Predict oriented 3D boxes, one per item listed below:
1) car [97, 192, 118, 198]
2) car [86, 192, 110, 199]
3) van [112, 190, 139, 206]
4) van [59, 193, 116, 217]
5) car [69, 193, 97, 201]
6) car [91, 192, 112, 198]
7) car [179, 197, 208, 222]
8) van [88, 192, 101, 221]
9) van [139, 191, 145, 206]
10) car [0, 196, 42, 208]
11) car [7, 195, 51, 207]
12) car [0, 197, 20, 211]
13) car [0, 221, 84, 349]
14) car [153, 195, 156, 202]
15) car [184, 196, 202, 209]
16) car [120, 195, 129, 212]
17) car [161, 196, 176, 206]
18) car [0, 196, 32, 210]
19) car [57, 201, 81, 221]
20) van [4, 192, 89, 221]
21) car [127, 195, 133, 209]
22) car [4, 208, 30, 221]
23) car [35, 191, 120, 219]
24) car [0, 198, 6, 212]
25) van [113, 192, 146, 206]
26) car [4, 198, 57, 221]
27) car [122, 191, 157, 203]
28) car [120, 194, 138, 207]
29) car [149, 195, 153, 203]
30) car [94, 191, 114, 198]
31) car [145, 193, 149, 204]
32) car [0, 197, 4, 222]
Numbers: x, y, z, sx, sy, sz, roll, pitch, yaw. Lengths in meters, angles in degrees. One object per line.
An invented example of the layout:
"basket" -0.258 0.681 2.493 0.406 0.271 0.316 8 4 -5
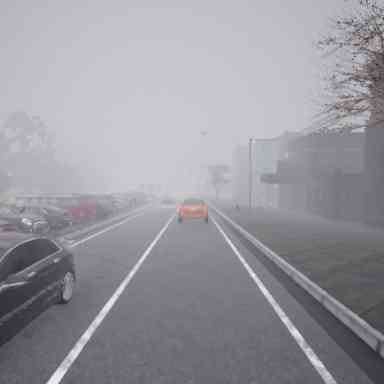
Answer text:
"car" -22.093 0.719 86.776 5.008 1.535 2.097 0 1 0
"car" -22.072 0.816 78.450 5.008 1.535 2.097 0 1 0
"van" -9.071 1.041 40.308 4.442 1.987 1.878 0 1 0
"van" -9.058 1.128 29.087 4.442 1.987 1.878 0 0 0
"car" -22.036 0.979 67.349 4.792 1.488 2.163 0 1 0
"car" -22.078 0.824 81.226 4.674 1.452 2.002 0 1 0
"car" 0.105 1.225 24.975 2.097 1.767 4.553 0 1 0
"van" -9.052 1.152 23.483 4.442 1.987 1.878 0 0 0
"van" -8.841 1.012 43.109 4.442 1.987 1.878 0 1 0
"car" -22.031 1.246 42.368 5.008 1.535 2.097 0 1 0
"car" -22.033 1.217 45.146 4.892 1.521 2.231 0 1 0
"car" -22.000 1.333 36.819 4.792 1.488 2.163 0 0 0
"car" -3.349 1.482 5.188 1.837 1.490 4.892 0 0 0
"car" -8.785 1.101 54.328 5.366 1.575 1.946 0 1 0
"car" 0.109 1.287 41.932 2.033 1.411 5.357 0 1 0
"car" -8.951 1.337 31.896 4.892 1.521 2.231 0 0 0
"car" -3.320 1.243 48.285 1.994 1.385 4.181 0 0 0
"car" -22.218 1.272 39.591 5.366 1.575 1.946 0 1 0
"car" -8.922 1.402 17.877 4.892 1.521 2.231 0 0 0
"van" -9.048 1.163 20.679 4.442 1.987 1.878 0 0 0
"car" -8.945 1.357 34.700 4.674 1.452 2.002 0 0 0
"car" -8.919 1.464 12.271 4.674 1.452 2.002 0 0 0
"car" -8.910 1.114 26.287 5.566 2.045 2.435 0 0 0
"car" -22.055 1.352 34.036 4.792 1.488 2.163 0 0 0
"van" -9.081 0.946 48.719 4.442 1.987 1.878 0 1 0
"car" -8.957 1.287 15.074 4.553 1.767 2.185 0 0 0
"car" -8.945 0.819 57.128 5.566 2.045 2.435 0 1 0
"car" -8.980 1.325 37.508 4.792 1.488 2.163 0 1 0
"car" -8.970 1.178 51.525 4.674 1.452 2.002 0 1 0
"car" -22.115 0.626 83.999 4.553 1.767 2.185 0 1 0
"car" -8.955 1.205 45.919 5.008 1.535 2.097 0 1 0
"car" -8.890 1.184 9.466 5.566 2.045 2.435 0 0 0
